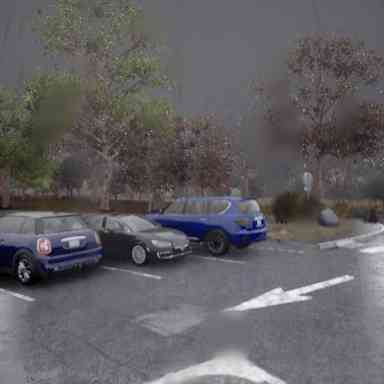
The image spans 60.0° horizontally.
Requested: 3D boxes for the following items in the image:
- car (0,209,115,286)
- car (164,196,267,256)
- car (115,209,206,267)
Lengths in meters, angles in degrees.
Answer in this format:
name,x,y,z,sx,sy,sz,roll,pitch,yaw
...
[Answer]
name,x,y,z,sx,sy,sz,roll,pitch,yaw
car,-4.725,1.354,9.612,4.553,1.767,2.185,-1,0,34
car,0.143,1.206,13.149,5.566,2.045,2.435,-1,0,35
car,-2.291,1.470,11.391,4.892,1.521,2.231,-1,-1,34
